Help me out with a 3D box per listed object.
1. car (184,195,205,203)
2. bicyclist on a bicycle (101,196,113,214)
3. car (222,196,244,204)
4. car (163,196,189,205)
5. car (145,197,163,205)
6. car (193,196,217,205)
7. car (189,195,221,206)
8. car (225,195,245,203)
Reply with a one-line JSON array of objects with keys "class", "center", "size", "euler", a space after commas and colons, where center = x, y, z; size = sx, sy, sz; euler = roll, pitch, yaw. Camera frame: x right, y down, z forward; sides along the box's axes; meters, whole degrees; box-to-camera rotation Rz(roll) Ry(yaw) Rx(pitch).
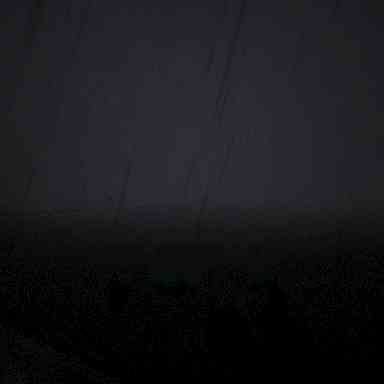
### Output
[{"class": "car", "center": [0.646, 1.459, 69.755], "size": [1.882, 1.535, 5.008], "euler": [0, 0, 35]}, {"class": "bicyclist on a bicycle", "center": [-7.978, 1.145, 31.704], "size": [1.656, 1.620, 0.582], "euler": [33, 17, 27]}, {"class": "car", "center": [8.057, 1.587, 62.204], "size": [1.895, 1.301, 4.718], "euler": [0, 0, 35]}, {"class": "car", "center": [-2.436, 1.461, 59.237], "size": [1.882, 1.535, 5.008], "euler": [0, 0, 35]}, {"class": "car", "center": [-6.470, 1.545, 59.575], "size": [1.994, 1.385, 4.181], "euler": [0, 0, 35]}, {"class": "car", "center": [2.341, 1.462, 59.959], "size": [1.882, 1.535, 5.008], "euler": [0, 0, 35]}, {"class": "car", "center": [2.089, 1.464, 53.588], "size": [1.882, 1.535, 5.008], "euler": [0, 0, 35]}, {"class": "car", "center": [8.939, 1.475, 69.399], "size": [2.128, 1.511, 4.902], "euler": [0, 0, 35]}]
